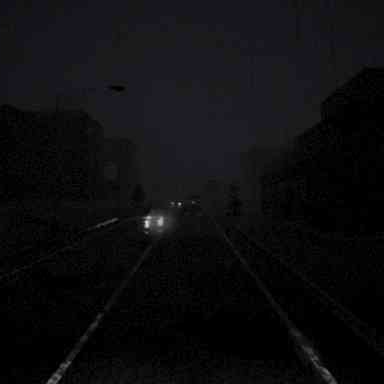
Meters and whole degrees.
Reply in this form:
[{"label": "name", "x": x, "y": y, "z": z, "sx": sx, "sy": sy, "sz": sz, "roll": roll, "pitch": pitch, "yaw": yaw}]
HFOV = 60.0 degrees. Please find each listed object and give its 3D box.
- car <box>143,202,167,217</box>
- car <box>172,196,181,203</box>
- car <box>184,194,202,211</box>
[{"label": "car", "x": -3.527, "y": 1.620, "z": 32.193, "sx": 1.994, "sy": 1.385, "sz": 4.181, "roll": 0, "pitch": 0, "yaw": 0}, {"label": "car", "x": -3.467, "y": 1.650, "z": 73.736, "sx": 1.812, "sy": 1.442, "sz": 4.674, "roll": 0, "pitch": 0, "yaw": 0}, {"label": "car", "x": 0.154, "y": 1.319, "z": 43.111, "sx": 2.150, "sy": 2.045, "sz": 5.566, "roll": 0, "pitch": 0, "yaw": 1}]
